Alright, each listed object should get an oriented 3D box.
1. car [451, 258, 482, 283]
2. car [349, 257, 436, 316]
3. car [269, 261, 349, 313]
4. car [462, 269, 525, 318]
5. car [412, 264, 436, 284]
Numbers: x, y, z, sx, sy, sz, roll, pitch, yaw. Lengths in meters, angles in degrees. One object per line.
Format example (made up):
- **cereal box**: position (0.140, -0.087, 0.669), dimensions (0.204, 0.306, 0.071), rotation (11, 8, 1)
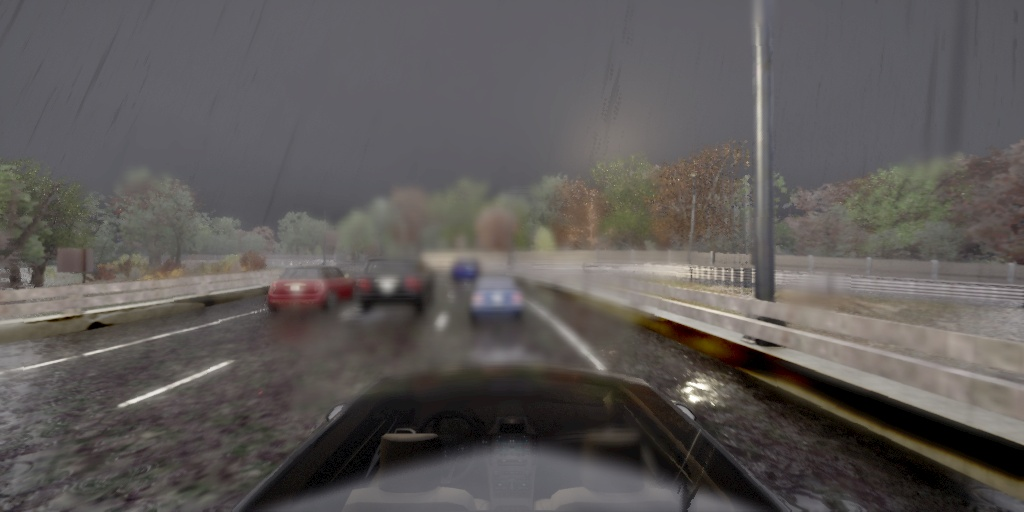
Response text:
- **car**: position (-3.888, 1.178, 30.412), dimensions (2.150, 2.045, 5.566), rotation (0, 0, -15)
- **car**: position (-4.310, 1.070, 14.200), dimensions (2.150, 2.045, 5.566), rotation (0, 0, -7)
- **car**: position (-7.929, 1.215, 14.907), dimensions (2.097, 1.767, 4.553), rotation (0, 0, -7)
- **car**: position (-0.697, 1.379, 13.440), dimensions (2.033, 1.411, 5.357), rotation (0, 0, -6)
- **car**: position (-7.599, 1.474, 30.719), dimensions (1.837, 1.490, 4.892), rotation (0, 0, -15)
